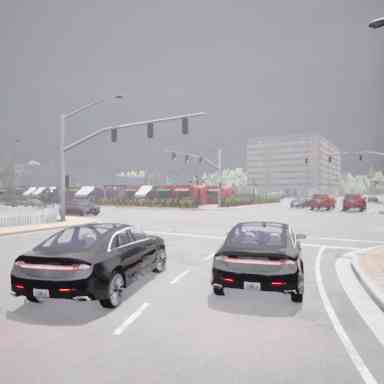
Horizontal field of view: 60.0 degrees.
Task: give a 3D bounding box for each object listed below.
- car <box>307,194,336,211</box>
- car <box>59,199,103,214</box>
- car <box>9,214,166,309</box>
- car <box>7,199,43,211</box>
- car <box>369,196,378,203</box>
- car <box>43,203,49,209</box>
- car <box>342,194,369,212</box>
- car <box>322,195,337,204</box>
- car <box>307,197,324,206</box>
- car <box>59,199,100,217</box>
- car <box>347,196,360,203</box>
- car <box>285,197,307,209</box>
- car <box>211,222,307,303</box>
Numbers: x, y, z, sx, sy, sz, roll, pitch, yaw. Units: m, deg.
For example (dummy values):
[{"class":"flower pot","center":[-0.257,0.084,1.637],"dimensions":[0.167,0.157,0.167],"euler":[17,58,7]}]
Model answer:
[{"class":"car","center":[16.313,1.218,41.336],"dimensions":[2.150,2.045,5.566],"euler":[0,0,32]},{"class":"car","center":[-12.563,1.545,37.617],"dimensions":[4.902,1.511,2.128],"euler":[0,0,32]},{"class":"car","center":[-2.035,1.491,7.980],"dimensions":[2.128,1.511,4.902],"euler":[0,0,12]},{"class":"car","center":[-19.420,1.617,37.781],"dimensions":[4.181,1.385,1.994],"euler":[0,0,32]},{"class":"car","center":[37.863,1.512,69.830],"dimensions":[1.812,1.442,4.674],"euler":[0,0,32]},{"class":"car","center":[-20.364,1.579,42.507],"dimensions":[4.674,1.442,1.812],"euler":[0,0,32]},{"class":"car","center":[19.402,1.218,39.678],"dimensions":[2.150,2.045,5.566],"euler":[0,0,32]},{"class":"car","center":[27.489,1.474,66.337],"dimensions":[1.882,1.535,5.008],"euler":[0,0,32]},{"class":"car","center":[20.525,1.522,55.178],"dimensions":[1.812,1.442,4.674],"euler":[0,0,32]},{"class":"car","center":[-11.003,1.618,32.491],"dimensions":[4.181,1.385,1.994],"euler":[0,0,33]},{"class":"car","center":[34.512,1.528,71.065],"dimensions":[2.033,1.411,5.357],"euler":[0,0,32]},{"class":"car","center":[15.146,1.489,46.470],"dimensions":[2.128,1.511,4.902],"euler":[0,0,32]},{"class":"car","center":[1.783,1.491,8.358],"dimensions":[2.128,1.511,4.902],"euler":[0,0,17]}]
